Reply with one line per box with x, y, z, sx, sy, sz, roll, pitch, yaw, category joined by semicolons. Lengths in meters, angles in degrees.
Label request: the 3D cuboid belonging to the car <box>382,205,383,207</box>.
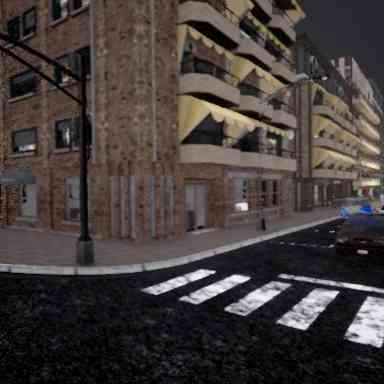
13.296;1.492;21.878;1.812;1.442;4.674;0;0;35;car

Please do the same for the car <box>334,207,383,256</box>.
6.865;1.529;12.917;2.033;1.411;5.357;0;0;32;car

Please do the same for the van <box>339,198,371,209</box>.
12.357;1.308;25.061;1.690;1.788;3.998;-1;-1;36;van
